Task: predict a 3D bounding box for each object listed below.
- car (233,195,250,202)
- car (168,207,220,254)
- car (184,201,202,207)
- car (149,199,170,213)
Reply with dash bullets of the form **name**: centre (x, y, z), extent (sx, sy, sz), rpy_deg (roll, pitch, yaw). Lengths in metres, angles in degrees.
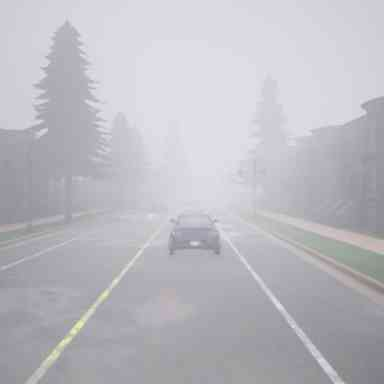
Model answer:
- **car**: centre (11.158, 1.445, 74.974), extent (2.128, 1.511, 4.902), rpy_deg (0, 0, 44)
- **car**: centre (0.088, 1.525, 13.333), extent (1.812, 1.442, 4.674), rpy_deg (0, 0, 0)
- **car**: centre (0.101, 1.599, 33.415), extent (1.895, 1.301, 4.718), rpy_deg (0, 0, 0)
- **car**: centre (-3.495, 1.476, 36.480), extent (1.882, 1.535, 5.008), rpy_deg (0, 0, 1)
